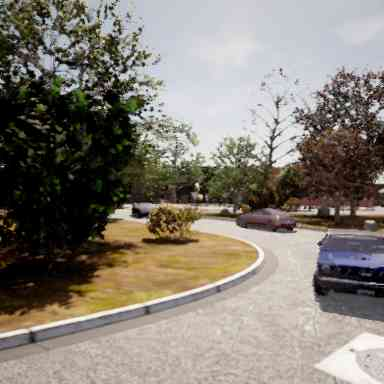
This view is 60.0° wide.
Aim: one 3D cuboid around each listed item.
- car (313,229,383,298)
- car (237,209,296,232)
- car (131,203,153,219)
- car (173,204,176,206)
[{"bbox_3d":[4.220,1.677,8.466,1.895,1.301,4.718,1,-1,23],"label":"car"},{"bbox_3d":[4.977,1.833,22.617,1.994,1.385,4.181,2,-1,-34],"label":"car"},{"bbox_3d":[-4.564,1.744,31.838,2.033,1.411,5.357,1,-1,-20],"label":"car"},{"bbox_3d":[-2.096,1.884,34.565,1.895,1.301,4.718,1,-1,-20],"label":"car"}]
